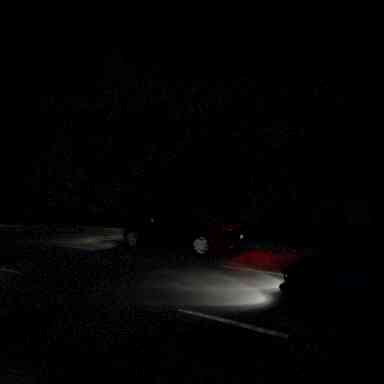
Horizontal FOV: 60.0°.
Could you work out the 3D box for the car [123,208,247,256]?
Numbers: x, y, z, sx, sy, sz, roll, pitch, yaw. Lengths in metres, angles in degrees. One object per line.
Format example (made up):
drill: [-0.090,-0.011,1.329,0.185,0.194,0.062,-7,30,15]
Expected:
car: [-0.415,1.365,12.607,5.008,1.535,1.882,0,0,32]

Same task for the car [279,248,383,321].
car: [4.255,1.467,5.386,5.357,1.411,2.033,0,1,35]
